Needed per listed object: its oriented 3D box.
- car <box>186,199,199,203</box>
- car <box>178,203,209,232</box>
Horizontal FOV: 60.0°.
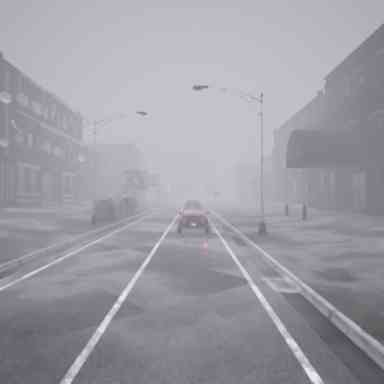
[{"bbox_3d":[0.084,1.649,38.755,2.097,1.767,4.553,0,-1,0],"label":"car"},{"bbox_3d":[0.091,1.654,20.846,1.812,1.442,4.674,0,0,0],"label":"car"}]
